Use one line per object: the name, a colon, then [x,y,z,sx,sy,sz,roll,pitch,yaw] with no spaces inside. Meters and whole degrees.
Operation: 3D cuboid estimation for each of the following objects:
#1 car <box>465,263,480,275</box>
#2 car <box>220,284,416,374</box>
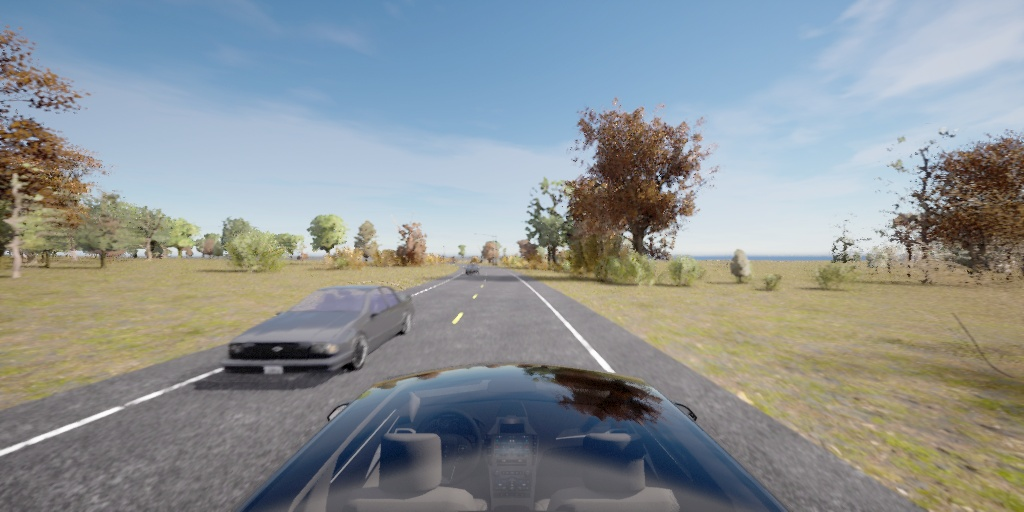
car: [-5.300,1.757,48.279,1.837,1.490,4.892,0,0,-4]
car: [-3.639,1.368,8.104,2.033,1.411,5.357,0,-1,-1]
